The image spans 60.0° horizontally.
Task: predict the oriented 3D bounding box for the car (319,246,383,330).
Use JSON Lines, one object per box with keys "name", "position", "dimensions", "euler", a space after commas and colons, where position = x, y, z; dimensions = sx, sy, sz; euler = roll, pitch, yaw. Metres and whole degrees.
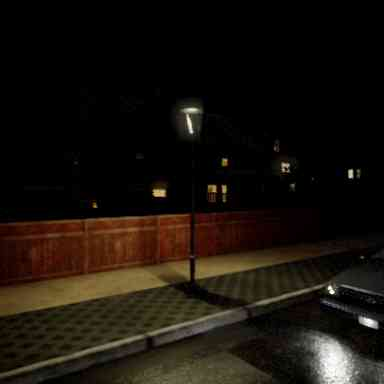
{"name": "car", "position": [4.786, 1.541, 6.459], "dimensions": [5.357, 1.411, 2.033], "euler": [0, 0, -35]}
